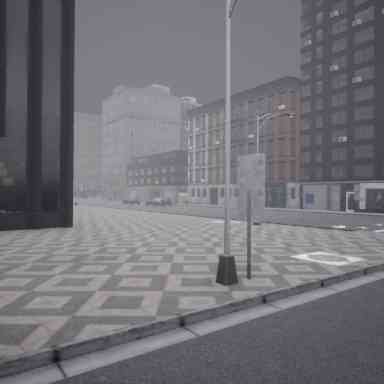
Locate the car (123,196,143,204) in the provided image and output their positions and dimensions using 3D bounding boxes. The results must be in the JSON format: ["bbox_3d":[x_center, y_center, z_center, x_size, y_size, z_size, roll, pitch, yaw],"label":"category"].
[{"bbox_3d":[-12.319,1.640,68.853,2.128,1.511,4.902,1,0,-36],"label":"car"}]

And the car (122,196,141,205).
[{"bbox_3d":[-11.388,1.714,61.806,1.895,1.301,4.718,1,0,-36],"label":"car"}]

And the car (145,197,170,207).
[{"bbox_3d":[-5.938,1.625,54.267,1.812,1.442,4.674,1,0,-36],"label":"car"}]
